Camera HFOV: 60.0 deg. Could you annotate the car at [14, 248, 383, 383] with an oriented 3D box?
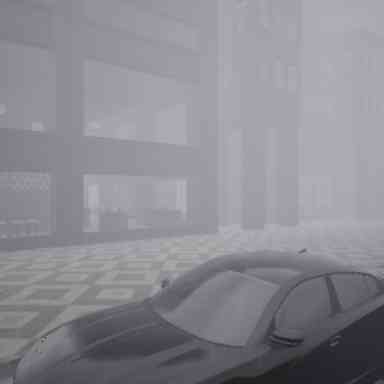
[{"bbox_3d":[0.764,1.486,3.798,5.008,1.535,1.882,0,0,-35],"label":"car"}]
